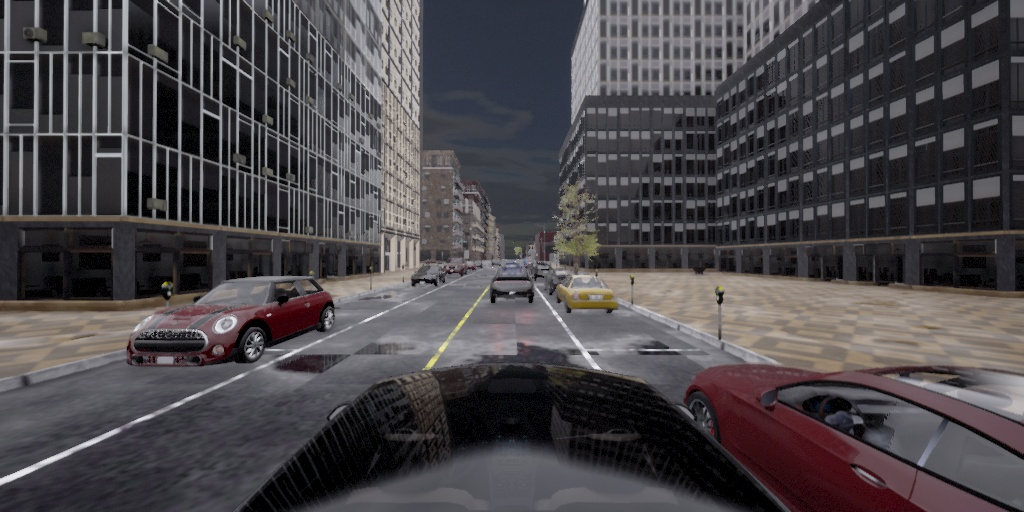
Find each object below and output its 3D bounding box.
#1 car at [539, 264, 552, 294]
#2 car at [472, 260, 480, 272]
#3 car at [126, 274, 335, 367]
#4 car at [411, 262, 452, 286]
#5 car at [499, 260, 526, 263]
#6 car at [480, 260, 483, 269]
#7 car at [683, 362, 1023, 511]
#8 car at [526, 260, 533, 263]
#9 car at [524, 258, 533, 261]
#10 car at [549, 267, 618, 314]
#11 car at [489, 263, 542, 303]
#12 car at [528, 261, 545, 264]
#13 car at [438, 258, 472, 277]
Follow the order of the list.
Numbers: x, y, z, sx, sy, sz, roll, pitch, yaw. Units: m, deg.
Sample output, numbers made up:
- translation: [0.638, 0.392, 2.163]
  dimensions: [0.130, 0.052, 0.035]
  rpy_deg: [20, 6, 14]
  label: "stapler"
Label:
- translation: [2.659, 1.300, 19.224]
  dimensions: [2.007, 1.370, 4.403]
  rpy_deg: [0, 0, 0]
  label: "car"
- translation: [-5.690, 1.314, 47.695]
  dimensions: [1.888, 1.381, 4.507]
  rpy_deg: [0, 0, 0]
  label: "car"
- translation: [-5.690, 1.187, 7.872]
  dimensions: [1.967, 1.591, 4.097]
  rpy_deg: [0, 0, 0]
  label: "car"
- translation: [-5.690, 1.318, 24.939]
  dimensions: [1.948, 1.339, 4.313]
  rpy_deg: [0, 0, 0]
  label: "car"
- translation: [0.000, 1.290, 31.500]
  dimensions: [1.812, 1.442, 4.674]
  rpy_deg: [0, 0, 0]
  label: "car"
- translation: [-5.690, 1.347, 59.072]
  dimensions: [1.948, 1.339, 4.313]
  rpy_deg: [0, 0, 0]
  label: "car"
- translation: [2.674, 1.329, 2.157]
  dimensions: [1.802, 1.307, 4.207]
  rpy_deg: [0, 0, 0]
  label: "car"
- translation: [2.658, 1.325, 36.291]
  dimensions: [1.948, 1.339, 4.313]
  rpy_deg: [0, 0, 0]
  label: "car"
- translation: [2.658, 1.357, 53.358]
  dimensions: [1.802, 1.307, 4.207]
  rpy_deg: [0, 0, 0]
  label: "car"
- translation: [2.664, 1.274, 13.705]
  dimensions: [1.751, 1.417, 4.829]
  rpy_deg: [0, 0, 0]
  label: "car"
- translation: [0.000, 1.245, 16.500]
  dimensions: [2.128, 1.511, 4.902]
  rpy_deg: [0, 0, 0]
  label: "car"
- translation: [2.658, 1.321, 30.601]
  dimensions: [1.948, 1.339, 4.313]
  rpy_deg: [0, 0, 0]
  label: "car"
- translation: [-5.690, 1.074, 36.317]
  dimensions: [2.192, 1.841, 5.009]
  rpy_deg: [0, 0, 0]
  label: "car"
